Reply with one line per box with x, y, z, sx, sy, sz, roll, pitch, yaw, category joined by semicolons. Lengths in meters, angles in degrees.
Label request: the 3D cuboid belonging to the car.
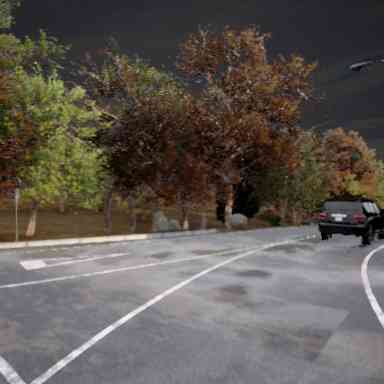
8.228;1.385;16.818;2.150;2.045;5.566;1;-1;40;car
